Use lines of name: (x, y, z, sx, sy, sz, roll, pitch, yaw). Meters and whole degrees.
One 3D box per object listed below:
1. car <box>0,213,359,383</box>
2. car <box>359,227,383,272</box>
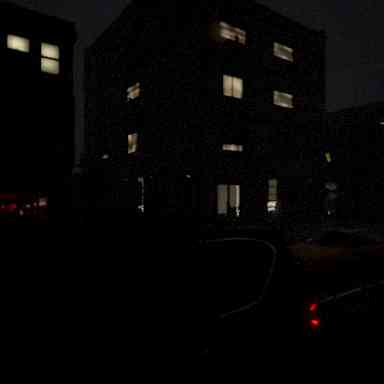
car: (-1.416, 1.223, 2.244, 5.566, 2.045, 2.150, 1, 0, -35)
car: (4.263, 1.611, 9.599, 4.829, 1.417, 1.752, 1, -1, -35)
